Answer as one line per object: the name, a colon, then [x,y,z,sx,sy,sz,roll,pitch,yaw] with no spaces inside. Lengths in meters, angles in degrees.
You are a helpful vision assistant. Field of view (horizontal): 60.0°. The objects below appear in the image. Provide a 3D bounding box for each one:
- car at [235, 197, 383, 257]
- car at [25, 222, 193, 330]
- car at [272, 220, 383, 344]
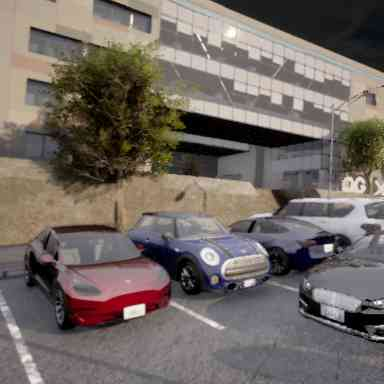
car: [4.491,1.225,12.193,2.435,2.045,5.566,0,0,-35]
car: [-2.303,1.509,7.285,2.163,1.488,4.792,0,0,-35]
car: [4.034,1.489,6.248,4.902,1.511,2.128,0,0,-35]
